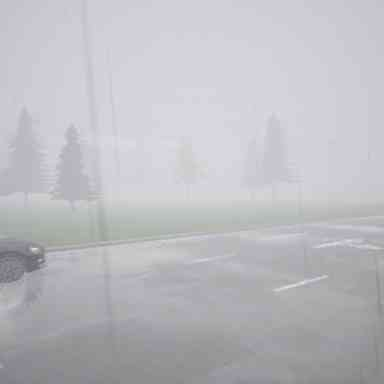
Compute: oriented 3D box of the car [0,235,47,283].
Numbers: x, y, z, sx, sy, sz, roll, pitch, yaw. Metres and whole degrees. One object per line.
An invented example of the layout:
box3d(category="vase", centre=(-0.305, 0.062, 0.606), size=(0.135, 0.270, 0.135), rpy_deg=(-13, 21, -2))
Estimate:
box3d(category="car", centre=(-6.165, 1.497, 7.948), size=(4.902, 1.511, 2.128), rpy_deg=(-1, 0, -35))
